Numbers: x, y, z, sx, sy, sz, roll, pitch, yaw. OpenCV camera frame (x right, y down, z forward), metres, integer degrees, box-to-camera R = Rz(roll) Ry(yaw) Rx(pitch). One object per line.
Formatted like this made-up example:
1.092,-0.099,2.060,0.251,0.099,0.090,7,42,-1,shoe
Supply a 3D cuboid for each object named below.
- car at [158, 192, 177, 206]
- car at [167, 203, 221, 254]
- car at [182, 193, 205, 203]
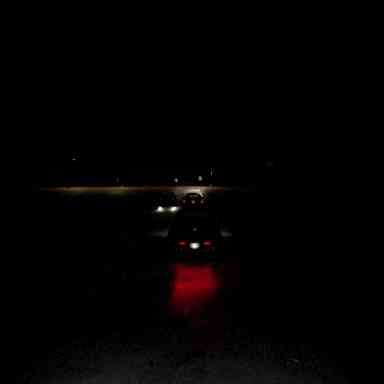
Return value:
-2.830,0.741,39.041,1.882,1.535,5.008,0,2,0,car
0.093,1.410,13.071,1.837,1.490,4.892,0,1,0,car
0.108,0.850,31.164,2.097,1.767,4.553,0,2,0,car
